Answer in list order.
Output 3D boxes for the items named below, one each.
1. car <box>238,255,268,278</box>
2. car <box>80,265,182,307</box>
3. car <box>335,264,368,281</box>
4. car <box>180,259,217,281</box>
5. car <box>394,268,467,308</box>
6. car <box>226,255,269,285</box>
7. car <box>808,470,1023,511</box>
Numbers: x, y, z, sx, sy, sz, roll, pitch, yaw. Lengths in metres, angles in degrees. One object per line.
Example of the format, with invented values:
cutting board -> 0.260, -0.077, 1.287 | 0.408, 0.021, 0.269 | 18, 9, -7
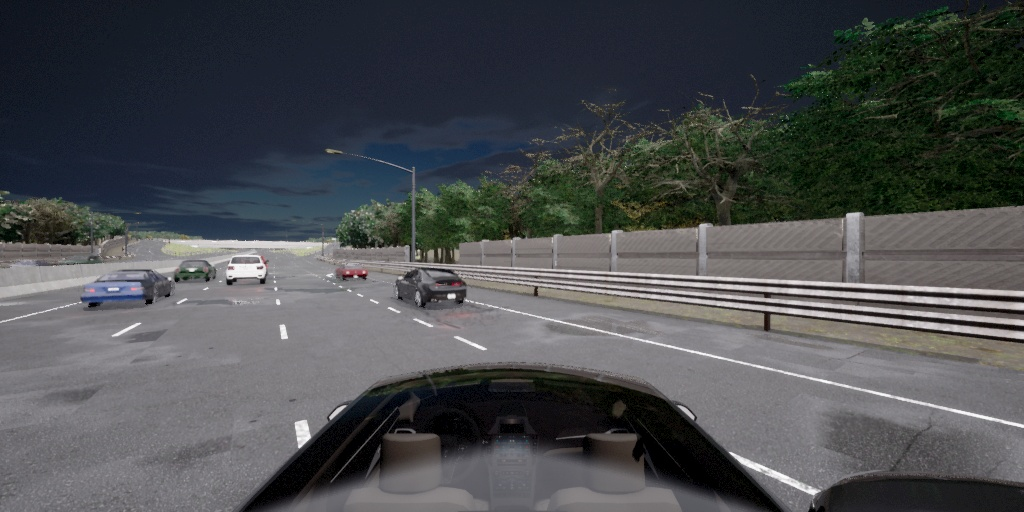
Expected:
car -> -25.263, 0.945, 35.113 | 2.150, 2.045, 5.566 | 0, 0, -34
car -> -16.319, 1.290, 15.489 | 2.033, 1.411, 5.357 | 0, 0, -34
car -> -13.685, 1.336, 30.390 | 1.895, 1.301, 4.718 | 0, 0, -34
car -> -25.030, 1.082, 28.463 | 2.097, 1.767, 4.553 | 0, 0, -34
car -> -3.627, 1.253, 15.456 | 1.837, 1.490, 4.892 | 0, 0, -34
car -> -19.273, 0.956, 26.159 | 2.150, 2.045, 5.566 | 0, 0, -34
car -> 2.986, 1.315, 0.409 | 4.181, 1.385, 1.994 | 0, 0, 34
